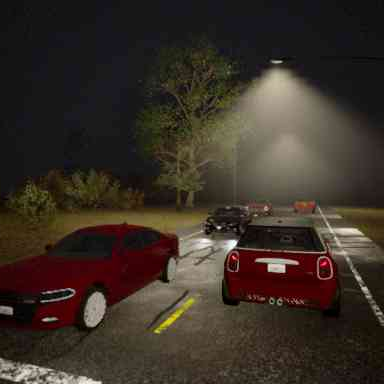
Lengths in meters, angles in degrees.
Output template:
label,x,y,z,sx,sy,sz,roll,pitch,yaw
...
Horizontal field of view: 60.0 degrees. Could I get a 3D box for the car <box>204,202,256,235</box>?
label,x,y,z,sx,sy,sz,roll,pitch,yaw
car,2.109,1.509,18.406,1.837,1.490,4.892,0,0,20

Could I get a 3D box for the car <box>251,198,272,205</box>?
label,x,y,z,sx,sy,sz,roll,pitch,yaw
car,5.936,1.357,29.208,2.097,1.767,4.553,0,0,20

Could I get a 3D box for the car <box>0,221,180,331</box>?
label,x,y,z,sx,sy,sz,roll,pitch,yaw
car,-1.884,1.479,7.263,1.882,1.535,5.008,0,0,20

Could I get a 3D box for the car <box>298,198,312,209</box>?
label,x,y,z,sx,sy,sz,roll,pitch,yaw
car,15.881,1.538,46.584,1.812,1.442,4.674,0,0,19

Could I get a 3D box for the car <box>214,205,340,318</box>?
label,x,y,z,sx,sy,sz,roll,pitch,yaw
car,2.187,1.353,7.826,2.097,1.767,4.553,0,0,19

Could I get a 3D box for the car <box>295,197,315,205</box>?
label,x,y,z,sx,sy,sz,roll,pitch,yaw
car,12.683,1.360,37.363,2.097,1.767,4.553,0,0,20
